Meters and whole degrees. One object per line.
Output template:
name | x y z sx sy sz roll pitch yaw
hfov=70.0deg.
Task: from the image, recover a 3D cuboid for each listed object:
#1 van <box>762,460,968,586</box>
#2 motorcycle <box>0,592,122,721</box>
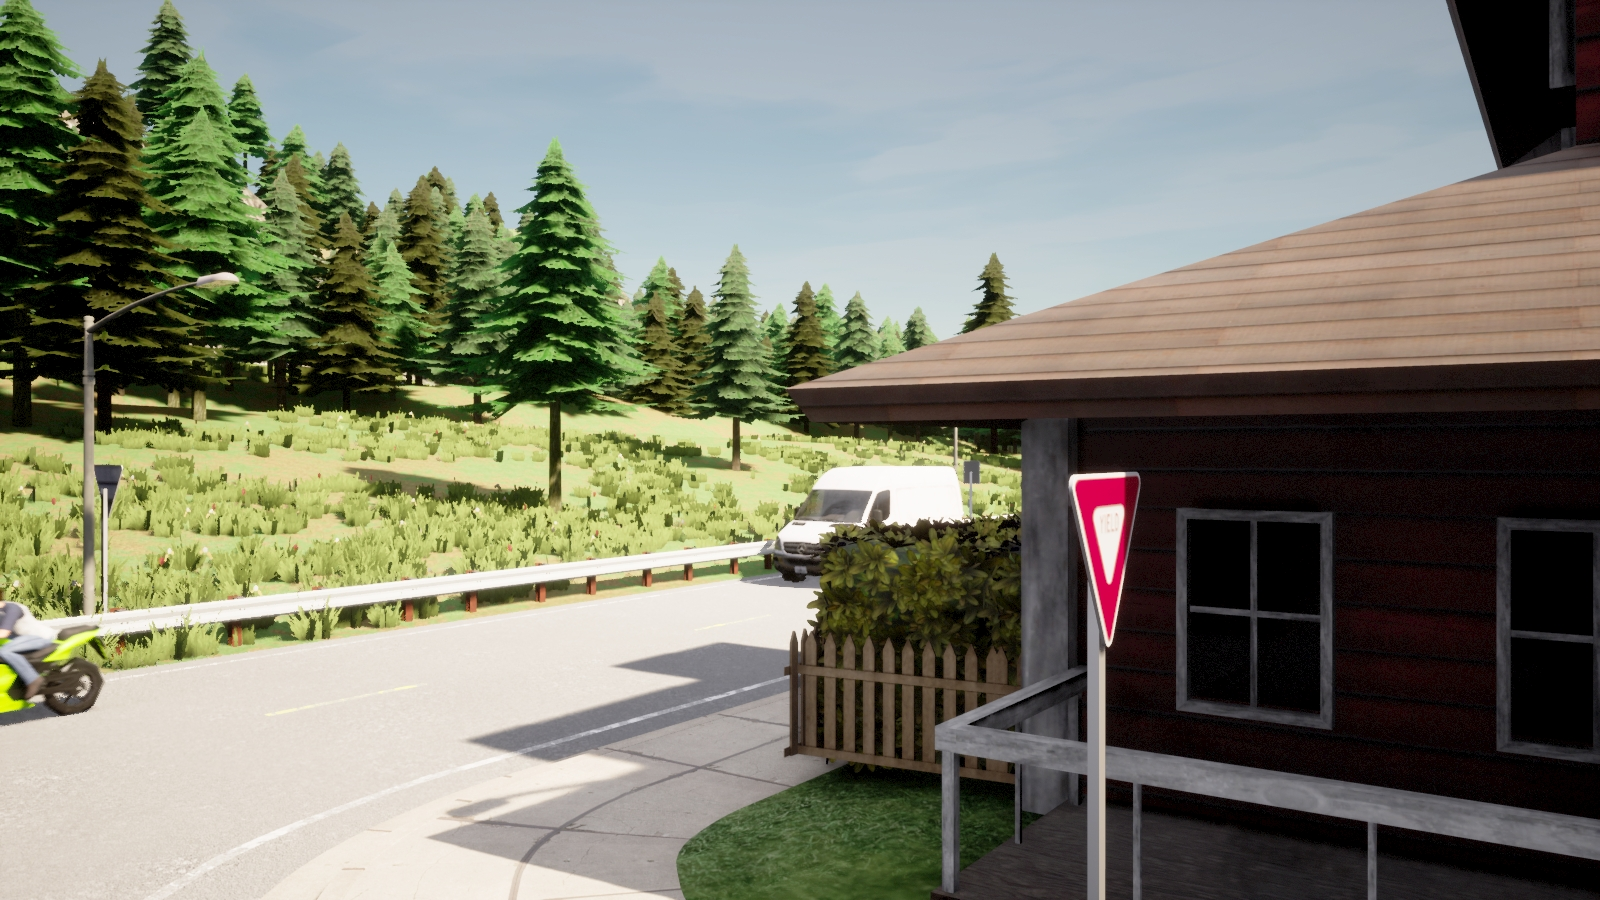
van | 1.689 1.536 26.604 1.988 2.561 5.915 0 0 35
motorcycle | -8.438 2.211 12.081 0.803 1.145 2.033 0 0 35
